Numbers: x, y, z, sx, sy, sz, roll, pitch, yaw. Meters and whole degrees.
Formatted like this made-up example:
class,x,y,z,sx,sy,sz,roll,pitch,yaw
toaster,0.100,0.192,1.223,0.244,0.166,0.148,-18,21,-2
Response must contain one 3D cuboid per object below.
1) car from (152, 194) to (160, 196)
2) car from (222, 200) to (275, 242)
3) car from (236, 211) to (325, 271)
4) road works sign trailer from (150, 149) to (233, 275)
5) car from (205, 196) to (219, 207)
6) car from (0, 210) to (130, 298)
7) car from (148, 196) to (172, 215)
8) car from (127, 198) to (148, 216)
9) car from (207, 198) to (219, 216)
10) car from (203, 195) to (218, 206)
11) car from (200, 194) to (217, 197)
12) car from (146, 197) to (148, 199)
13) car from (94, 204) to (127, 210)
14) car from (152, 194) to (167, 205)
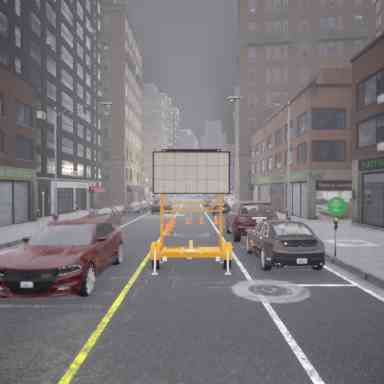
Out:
class,x,y,z,sx,sy,sz,roll,pitch,yaw
car,-5.753,1.423,43.781,1.967,1.590,4.097,-1,0,0
car,2.819,1.312,16.274,2.192,1.841,5.009,-1,0,0
car,2.831,1.549,10.768,2.008,1.369,4.403,-1,0,0
road works sign trailer,-0.019,0.462,10.444,2.380,3.560,2.880,0,0,0
car,2.783,1.513,38.469,1.752,1.417,4.829,-1,0,0
car,-3.116,1.476,8.766,1.882,1.535,5.008,0,0,0
car,-3.061,1.467,34.295,1.882,1.535,5.008,0,0,0
car,-5.733,1.573,32.765,1.802,1.307,4.206,-1,0,0
car,2.792,1.557,32.793,1.947,1.339,4.313,-1,0,0
car,2.764,1.544,49.312,1.947,1.339,4.313,-1,0,0
car,2.754,1.538,54.819,1.947,1.339,4.313,-1,0,0
car,-5.742,1.569,38.273,1.802,1.307,4.206,-1,0,0
car,-5.713,1.577,21.750,1.802,1.307,4.206,-1,0,0
car,-5.784,1.281,60.304,2.192,1.841,5.009,-1,0,0
